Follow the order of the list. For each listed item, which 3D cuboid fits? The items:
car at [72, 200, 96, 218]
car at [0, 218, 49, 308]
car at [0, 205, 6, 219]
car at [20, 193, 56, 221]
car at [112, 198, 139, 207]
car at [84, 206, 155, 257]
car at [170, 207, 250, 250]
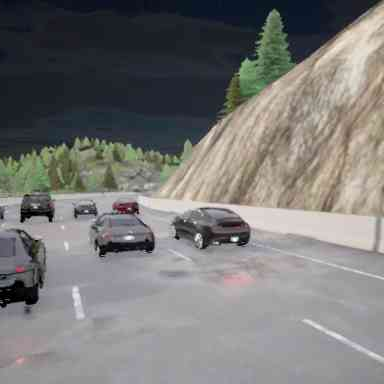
[{"bbox_3d":[-9.256,1.374,28.688,1.812,1.442,4.674,-1,1,-21],"label":"car"},{"bbox_3d":[-4.491,1.543,7.632,1.994,1.385,4.181,-1,1,-22],"label":"car"},{"bbox_3d":[-15.344,1.456,25.054,1.837,1.490,4.892,-1,1,-21],"label":"car"},{"bbox_3d":[-11.819,1.127,25.600,2.150,2.045,5.566,-1,1,-21],"label":"car"},{"bbox_3d":[-6.177,1.275,30.477,1.882,1.535,5.008,-1,1,-21],"label":"car"},{"bbox_3d":[-2.846,1.478,12.828,1.994,1.385,4.181,-1,1,-22],"label":"car"},{"bbox_3d":[0.552,1.372,13.767,1.837,1.490,4.892,-1,1,-22],"label":"car"}]
